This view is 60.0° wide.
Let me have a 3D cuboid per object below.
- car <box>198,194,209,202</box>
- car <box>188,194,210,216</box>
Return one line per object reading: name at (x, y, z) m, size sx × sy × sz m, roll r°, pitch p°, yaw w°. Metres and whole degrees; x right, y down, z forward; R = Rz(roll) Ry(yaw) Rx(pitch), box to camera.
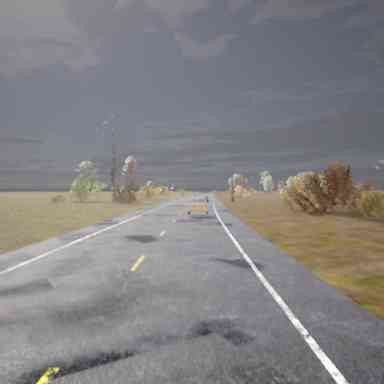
car at (2.114, 1.079, 60.730) m, size 1.812 × 1.442 × 4.674 m, roll 0°, pitch 0°, yaw 3°
car at (0.565, 1.158, 30.084) m, size 1.801 × 1.575 × 5.366 m, roll 0°, pitch 0°, yaw 2°
